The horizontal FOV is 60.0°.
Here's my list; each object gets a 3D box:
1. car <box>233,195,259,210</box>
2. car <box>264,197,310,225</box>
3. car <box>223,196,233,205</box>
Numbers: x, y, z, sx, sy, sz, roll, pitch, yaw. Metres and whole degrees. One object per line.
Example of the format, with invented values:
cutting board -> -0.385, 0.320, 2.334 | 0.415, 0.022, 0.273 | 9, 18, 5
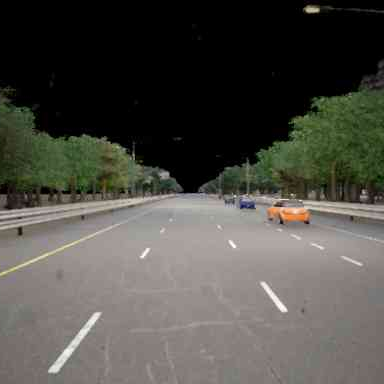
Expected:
car -> 7.045, 1.574, 43.911 | 1.882, 1.535, 5.008 | 0, 0, 0
car -> 7.025, 1.398, 24.698 | 2.097, 1.767, 4.553 | 0, 0, 0
car -> 7.065, 1.623, 63.220 | 1.837, 1.490, 4.892 | 0, 0, 0
